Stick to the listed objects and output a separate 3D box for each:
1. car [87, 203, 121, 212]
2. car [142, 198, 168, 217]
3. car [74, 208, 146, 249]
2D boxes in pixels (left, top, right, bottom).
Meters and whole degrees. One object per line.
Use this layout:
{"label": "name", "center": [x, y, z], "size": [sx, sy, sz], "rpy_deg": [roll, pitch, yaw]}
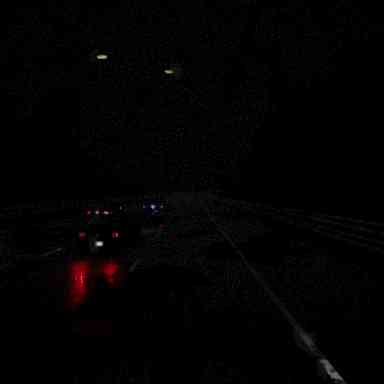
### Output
{"label": "car", "center": [-6.902, 1.557, 26.711], "size": [2.033, 1.411, 5.357], "rpy_deg": [0, 0, 0]}
{"label": "car", "center": [-3.404, 1.363, 31.201], "size": [2.097, 1.767, 4.553], "rpy_deg": [0, 0, 0]}
{"label": "car", "center": [-3.402, 1.606, 14.424], "size": [1.895, 1.301, 4.718], "rpy_deg": [0, 0, 0]}
